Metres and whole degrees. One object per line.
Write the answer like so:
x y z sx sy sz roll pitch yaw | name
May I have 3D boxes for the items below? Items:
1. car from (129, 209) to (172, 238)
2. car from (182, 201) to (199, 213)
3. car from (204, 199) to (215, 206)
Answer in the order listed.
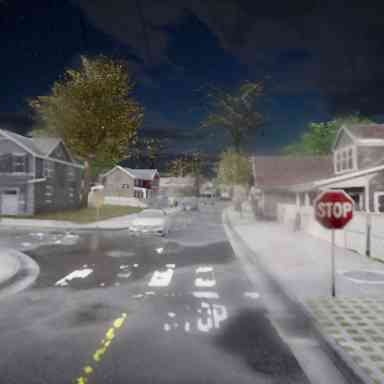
-2.189 1.688 18.625 1.812 1.442 4.674 1 -1 3 | car
-0.169 1.868 43.262 2.128 1.511 4.902 0 0 6 | car
3.722 2.154 70.369 2.033 1.411 5.357 0 -1 10 | car
